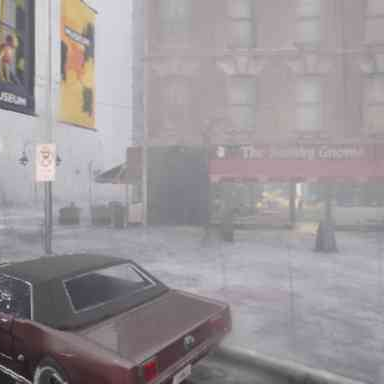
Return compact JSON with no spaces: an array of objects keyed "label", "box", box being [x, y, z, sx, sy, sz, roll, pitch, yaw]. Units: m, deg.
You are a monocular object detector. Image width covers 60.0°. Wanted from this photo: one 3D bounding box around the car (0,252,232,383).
[{"label":"car","box":[-1.954,1.545,4.614,4.718,1.301,1.895,1,1,33]}]
